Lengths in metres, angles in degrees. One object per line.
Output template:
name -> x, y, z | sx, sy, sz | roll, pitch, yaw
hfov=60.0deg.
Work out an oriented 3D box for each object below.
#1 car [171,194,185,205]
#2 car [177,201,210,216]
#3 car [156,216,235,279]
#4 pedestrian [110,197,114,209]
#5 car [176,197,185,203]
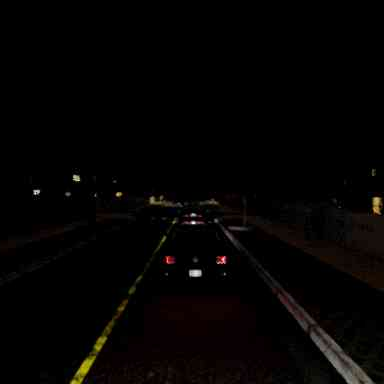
car -> -2.768, 1.498, 65.396 | 2.150, 2.045, 5.566 | 0, 0, 0
car -> 0.081, 1.569, 21.643 | 1.837, 1.490, 4.892 | 0, 0, 0
car -> 0.091, 1.627, 10.042 | 1.895, 1.301, 4.718 | 0, 0, 0
pedestrian -> -9.631, 1.157, 39.676 | 0.375, 1.860, 0.375 | 0, -2, 0
car -> -2.755, 1.875, 81.019 | 1.837, 1.490, 4.892 | 0, 0, 0
